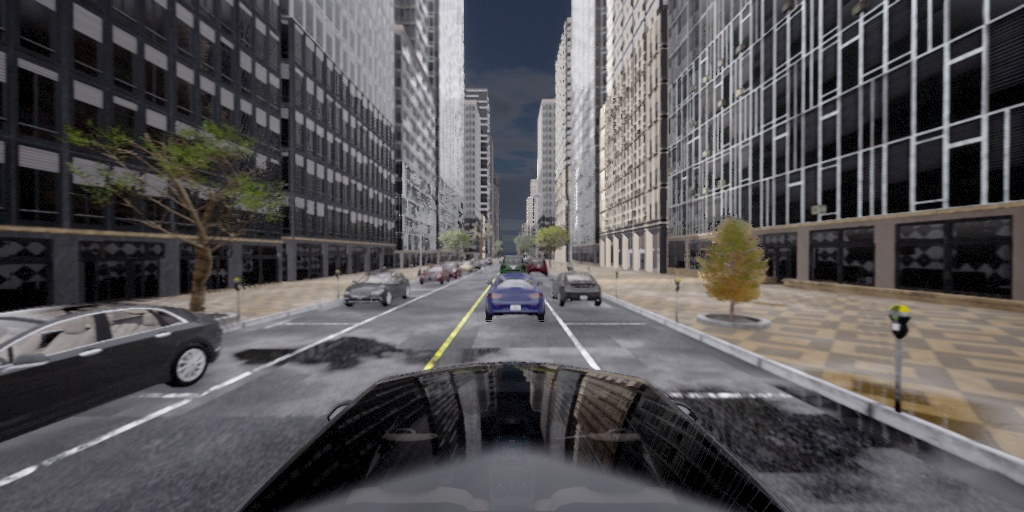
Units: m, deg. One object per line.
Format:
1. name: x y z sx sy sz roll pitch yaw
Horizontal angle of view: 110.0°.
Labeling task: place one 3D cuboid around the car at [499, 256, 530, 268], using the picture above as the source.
1. car: 0.105 1.027 30.249 2.150 2.045 5.566 0 0 0

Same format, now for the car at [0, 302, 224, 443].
1. car: -5.692 1.305 4.229 2.007 1.370 4.403 0 0 0

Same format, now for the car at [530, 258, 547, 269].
1. car: 2.690 1.136 38.330 2.192 1.841 5.009 0 0 0

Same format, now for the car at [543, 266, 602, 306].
1. car: 2.690 1.328 15.595 2.007 1.370 4.403 0 0 0

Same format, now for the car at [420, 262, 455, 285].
1. car: -5.691 1.381 26.963 1.802 1.307 4.207 0 0 0

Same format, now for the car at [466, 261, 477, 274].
1. car: -5.690 1.357 43.844 1.751 1.417 4.829 0 0 0

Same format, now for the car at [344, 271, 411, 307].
1. car: -5.691 1.327 15.595 2.007 1.370 4.403 0 0 0

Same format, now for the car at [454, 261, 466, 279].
1. car: -5.690 1.250 32.646 1.967 1.591 4.097 0 0 0

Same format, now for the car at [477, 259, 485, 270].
1. car: -5.690 1.418 55.381 1.948 1.339 4.313 0 0 0

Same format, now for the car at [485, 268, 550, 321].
1. car: 0.101 1.297 12.387 1.812 1.442 4.674 0 0 0
